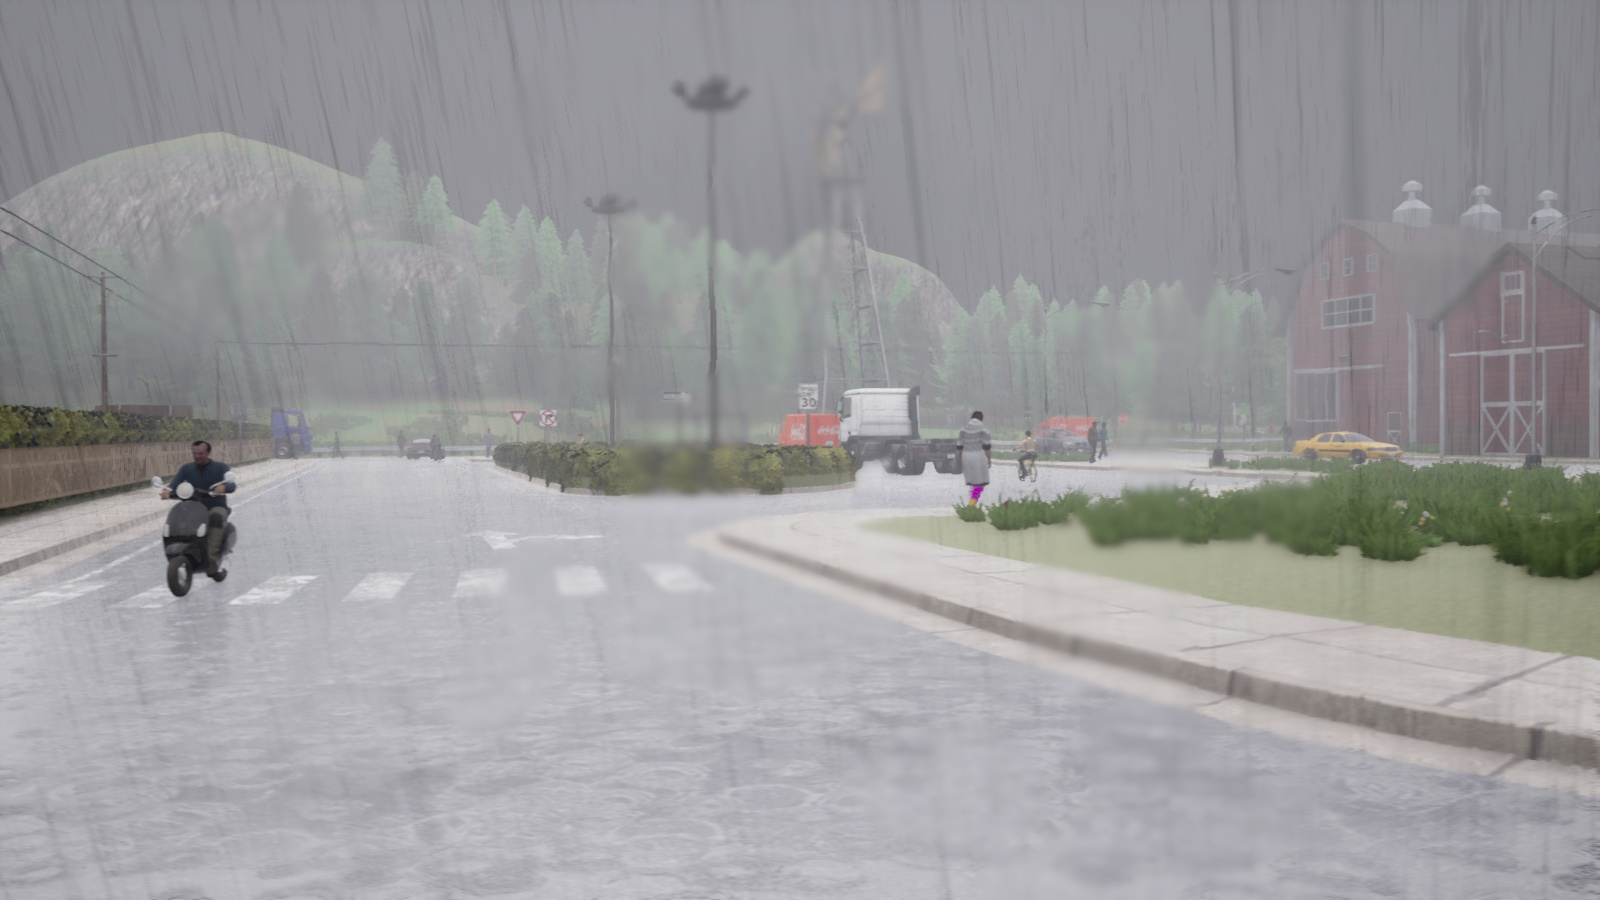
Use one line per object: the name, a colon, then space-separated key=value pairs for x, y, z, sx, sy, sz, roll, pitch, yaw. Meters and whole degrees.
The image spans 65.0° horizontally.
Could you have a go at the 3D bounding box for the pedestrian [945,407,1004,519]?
pedestrian: x=3.096 y=0.217 z=22.261 sx=0.659 sy=1.952 sz=0.873 roll=1 pitch=1 yaw=42

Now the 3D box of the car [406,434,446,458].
car: x=-23.528 y=-0.269 z=79.207 sx=1.812 sy=1.442 sz=4.674 roll=0 pitch=1 yaw=-9

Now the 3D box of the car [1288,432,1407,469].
car: x=24.942 y=-0.013 z=57.453 sx=1.801 sy=1.575 sz=5.366 roll=0 pitch=1 yaw=-19

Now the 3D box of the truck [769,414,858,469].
truck: x=0.565 y=-0.471 z=59.628 sx=2.627 sy=2.467 sz=5.204 roll=0 pitch=2 yaw=-19

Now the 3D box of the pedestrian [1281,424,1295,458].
pedestrian: x=28.411 y=-0.528 z=73.117 sx=0.402 sy=1.930 sz=0.666 roll=0 pitch=1 yaw=-19

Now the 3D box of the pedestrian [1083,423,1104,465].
pedestrian: x=12.711 y=-0.249 z=54.413 sx=0.328 sy=1.805 sz=0.869 roll=-1 pitch=1 yaw=-32

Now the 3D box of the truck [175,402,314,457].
truck: x=-35.839 y=-1.312 z=81.308 sx=7.936 sy=3.462 sz=2.891 roll=0 pitch=1 yaw=-18

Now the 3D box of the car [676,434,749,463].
car: x=-4.692 y=-0.097 z=67.371 sx=3.633 sy=1.501 sz=1.845 roll=1 pitch=1 yaw=40

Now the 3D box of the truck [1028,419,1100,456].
truck: x=18.362 y=-0.888 z=87.507 sx=2.627 sy=2.467 sz=5.204 roll=0 pitch=1 yaw=-19

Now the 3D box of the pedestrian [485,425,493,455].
pedestrian: x=-18.899 y=-0.594 z=76.315 sx=0.354 sy=1.836 sz=0.706 roll=0 pitch=1 yaw=-24

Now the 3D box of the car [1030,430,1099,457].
car: x=16.961 y=-0.457 z=80.778 sx=2.242 sy=1.667 sz=4.611 roll=0 pitch=1 yaw=-19

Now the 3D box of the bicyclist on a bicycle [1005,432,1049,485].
bicyclist on a bicycle: x=7.071 y=0.249 z=39.160 sx=0.866 sy=1.612 sz=1.509 roll=0 pitch=1 yaw=-11

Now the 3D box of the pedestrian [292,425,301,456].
pedestrian: x=-30.204 y=-0.584 z=75.301 sx=0.354 sy=1.836 sz=0.706 roll=0 pitch=1 yaw=-7

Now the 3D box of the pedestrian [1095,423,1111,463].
pedestrian: x=14.694 y=-0.351 z=60.849 sx=0.396 sy=1.930 sz=0.692 roll=0 pitch=1 yaw=-29

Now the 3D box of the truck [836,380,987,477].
truck: x=4.155 y=-0.817 z=48.940 sx=2.891 sy=3.462 sz=7.936 roll=0 pitch=1 yaw=-19

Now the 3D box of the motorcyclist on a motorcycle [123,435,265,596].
motorcyclist on a motorcycle: x=-6.412 y=0.641 z=13.403 sx=0.866 sy=1.590 sz=1.817 roll=0 pitch=1 yaw=-9
